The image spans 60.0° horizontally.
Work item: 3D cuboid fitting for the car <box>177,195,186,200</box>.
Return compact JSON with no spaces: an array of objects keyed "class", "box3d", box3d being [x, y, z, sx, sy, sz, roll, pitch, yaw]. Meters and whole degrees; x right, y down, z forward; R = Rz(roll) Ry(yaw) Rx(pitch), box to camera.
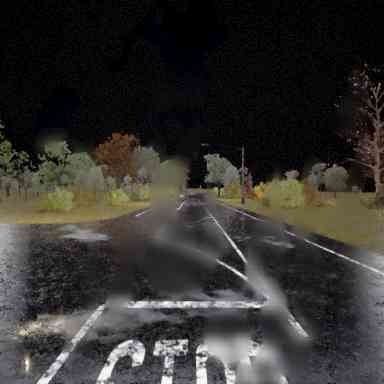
[{"class":"car","box3d":[-2.648,1.396,86.877,1.812,1.442,4.674,0,0,5]}]
